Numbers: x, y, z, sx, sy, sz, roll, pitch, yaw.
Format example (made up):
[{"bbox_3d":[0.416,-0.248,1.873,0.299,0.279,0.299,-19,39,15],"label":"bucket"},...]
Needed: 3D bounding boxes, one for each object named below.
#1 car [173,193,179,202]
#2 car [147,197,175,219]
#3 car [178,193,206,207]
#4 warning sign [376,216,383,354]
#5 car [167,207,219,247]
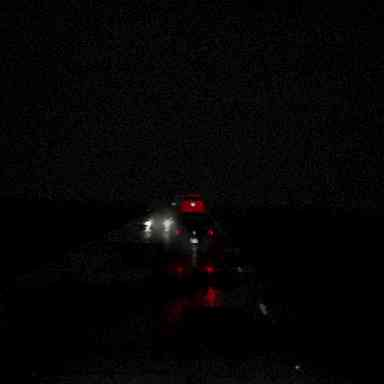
[{"bbox_3d":[-2.752,1.244,71.093,2.150,2.045,5.566,0,0,0],"label":"car"},{"bbox_3d":[-2.850,1.458,29.508,1.882,1.535,5.008,0,0,0],"label":"car"},{"bbox_3d":[0.097,1.202,31.238,2.150,2.045,5.566,0,0,0],"label":"car"},{"bbox_3d":[2.416,1.114,2.564,1.300,1.860,1.060,-2,-2,0],"label":"warning sign"},{"bbox_3d":[0.096,1.588,14.972,1.895,1.301,4.718,0,0,0],"label":"car"}]
